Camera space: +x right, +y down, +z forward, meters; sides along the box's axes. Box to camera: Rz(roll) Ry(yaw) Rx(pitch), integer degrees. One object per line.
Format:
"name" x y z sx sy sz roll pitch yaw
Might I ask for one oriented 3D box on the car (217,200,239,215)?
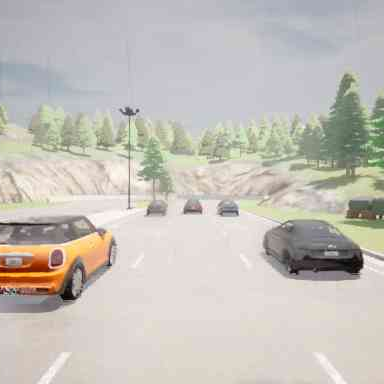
"car" 3.611 1.547 33.948 2.033 1.411 5.357 0 0 0

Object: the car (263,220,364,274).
"car" 3.604 1.564 10.589 1.994 1.385 4.181 0 0 0

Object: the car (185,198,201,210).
"car" 0.170 1.547 44.516 2.033 1.411 5.357 0 0 1

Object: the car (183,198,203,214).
"car" 0.110 1.564 35.276 1.994 1.385 4.181 0 0 0

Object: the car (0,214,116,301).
"car" -3.398 1.351 8.500 2.097 1.767 4.553 0 0 0

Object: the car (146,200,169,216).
"car" -3.389 1.547 33.127 2.033 1.411 5.357 0 0 0
